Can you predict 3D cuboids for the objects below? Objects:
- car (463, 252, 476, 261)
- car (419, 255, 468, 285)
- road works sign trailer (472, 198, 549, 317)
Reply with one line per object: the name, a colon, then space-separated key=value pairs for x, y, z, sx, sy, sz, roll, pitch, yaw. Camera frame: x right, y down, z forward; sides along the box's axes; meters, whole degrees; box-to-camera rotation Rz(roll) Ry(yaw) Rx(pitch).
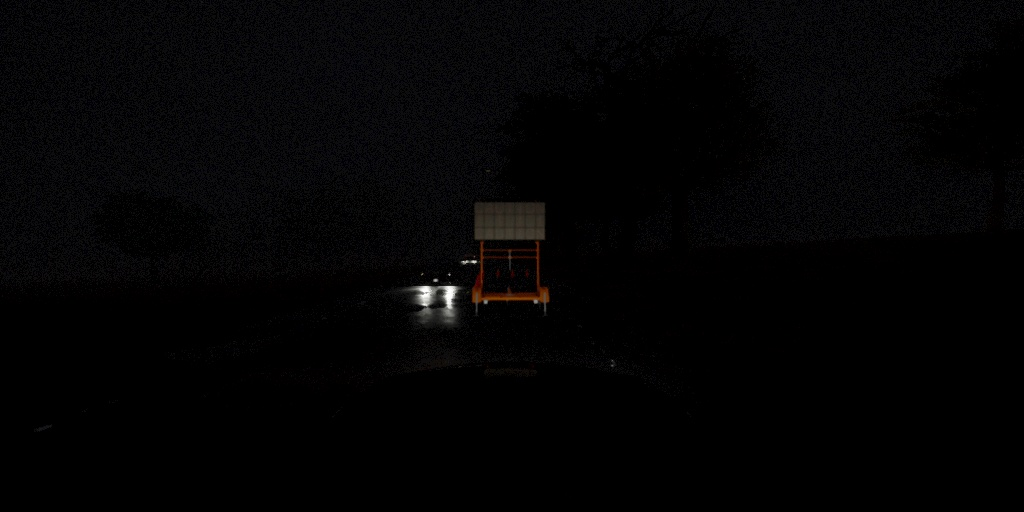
car: x=-7.354 y=0.004 z=62.503 sx=2.097 sy=1.767 sz=4.553 roll=0 pitch=1 yaw=-7
car: x=-3.990 y=0.818 z=20.929 sx=2.033 sy=1.411 sz=5.357 roll=0 pitch=1 yaw=-2
road works sign trailer: x=-0.070 y=-0.074 z=11.799 sx=2.380 sy=3.560 sz=2.880 roll=0 pitch=0 yaw=-2
